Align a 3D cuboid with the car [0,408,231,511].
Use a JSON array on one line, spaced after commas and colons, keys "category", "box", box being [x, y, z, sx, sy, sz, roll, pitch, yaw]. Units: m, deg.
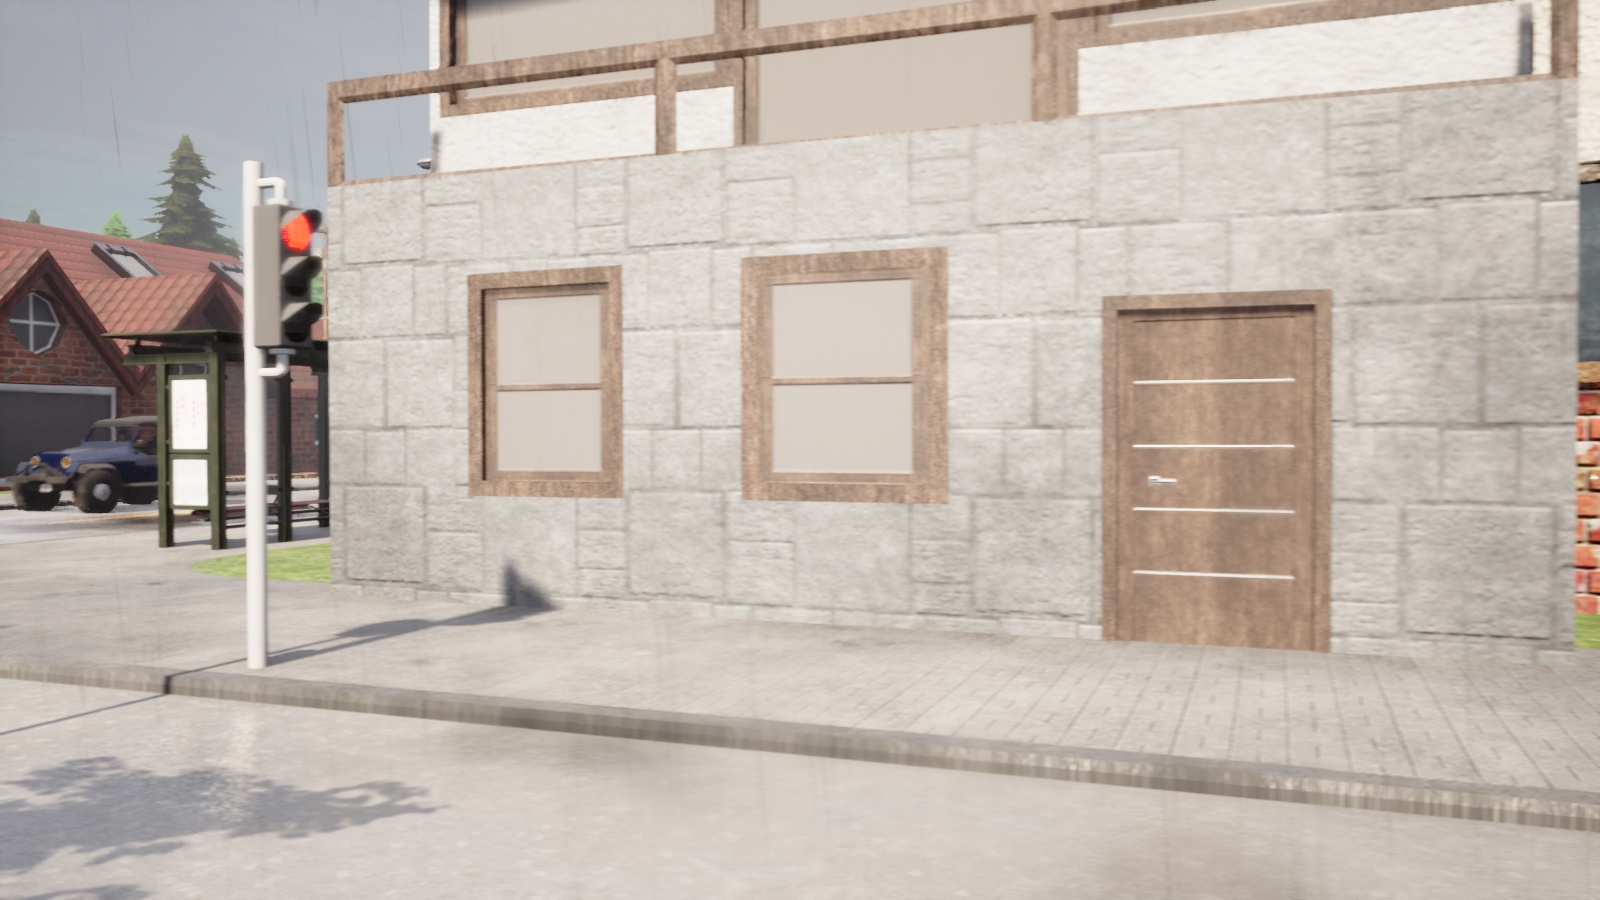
[{"category": "car", "box": [-13.618, 0.132, 25.116, 1.905, 1.878, 3.866, 1, 1, 21]}]
